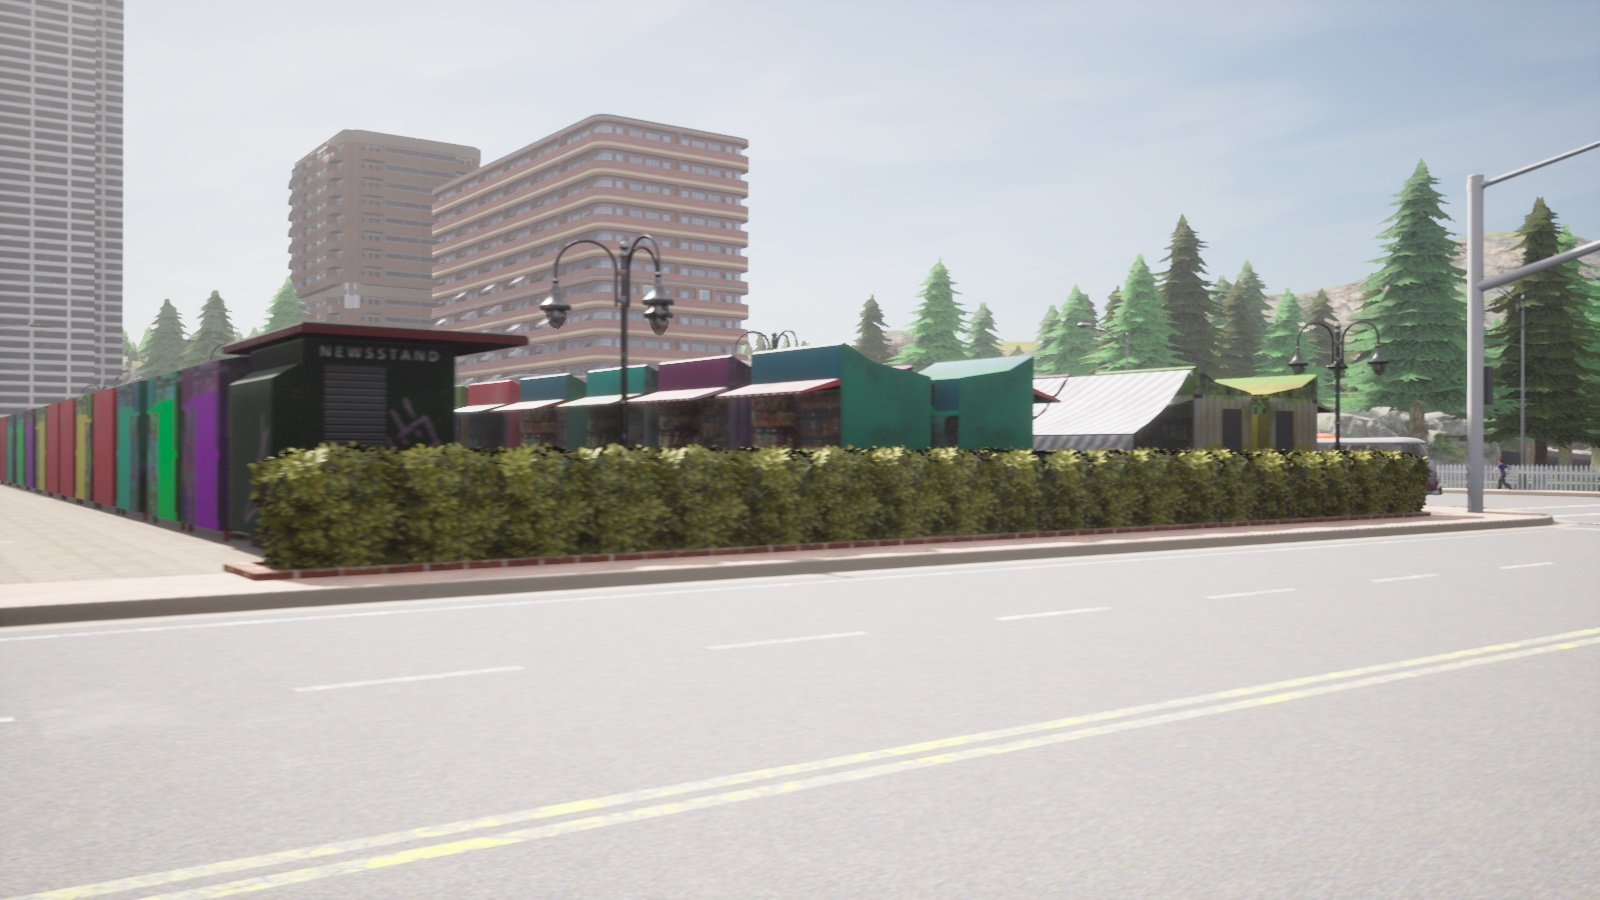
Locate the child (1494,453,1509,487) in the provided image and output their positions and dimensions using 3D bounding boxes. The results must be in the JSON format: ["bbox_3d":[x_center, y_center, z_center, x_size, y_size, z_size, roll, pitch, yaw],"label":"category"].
[{"bbox_3d":[26.521,0.744,47.482,0.270,1.263,0.437,0,0,-36],"label":"child"}]

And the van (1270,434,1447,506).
[{"bbox_3d":[16.319,0.553,36.887,1.775,1.987,4.442,0,0,-36],"label":"van"}]
